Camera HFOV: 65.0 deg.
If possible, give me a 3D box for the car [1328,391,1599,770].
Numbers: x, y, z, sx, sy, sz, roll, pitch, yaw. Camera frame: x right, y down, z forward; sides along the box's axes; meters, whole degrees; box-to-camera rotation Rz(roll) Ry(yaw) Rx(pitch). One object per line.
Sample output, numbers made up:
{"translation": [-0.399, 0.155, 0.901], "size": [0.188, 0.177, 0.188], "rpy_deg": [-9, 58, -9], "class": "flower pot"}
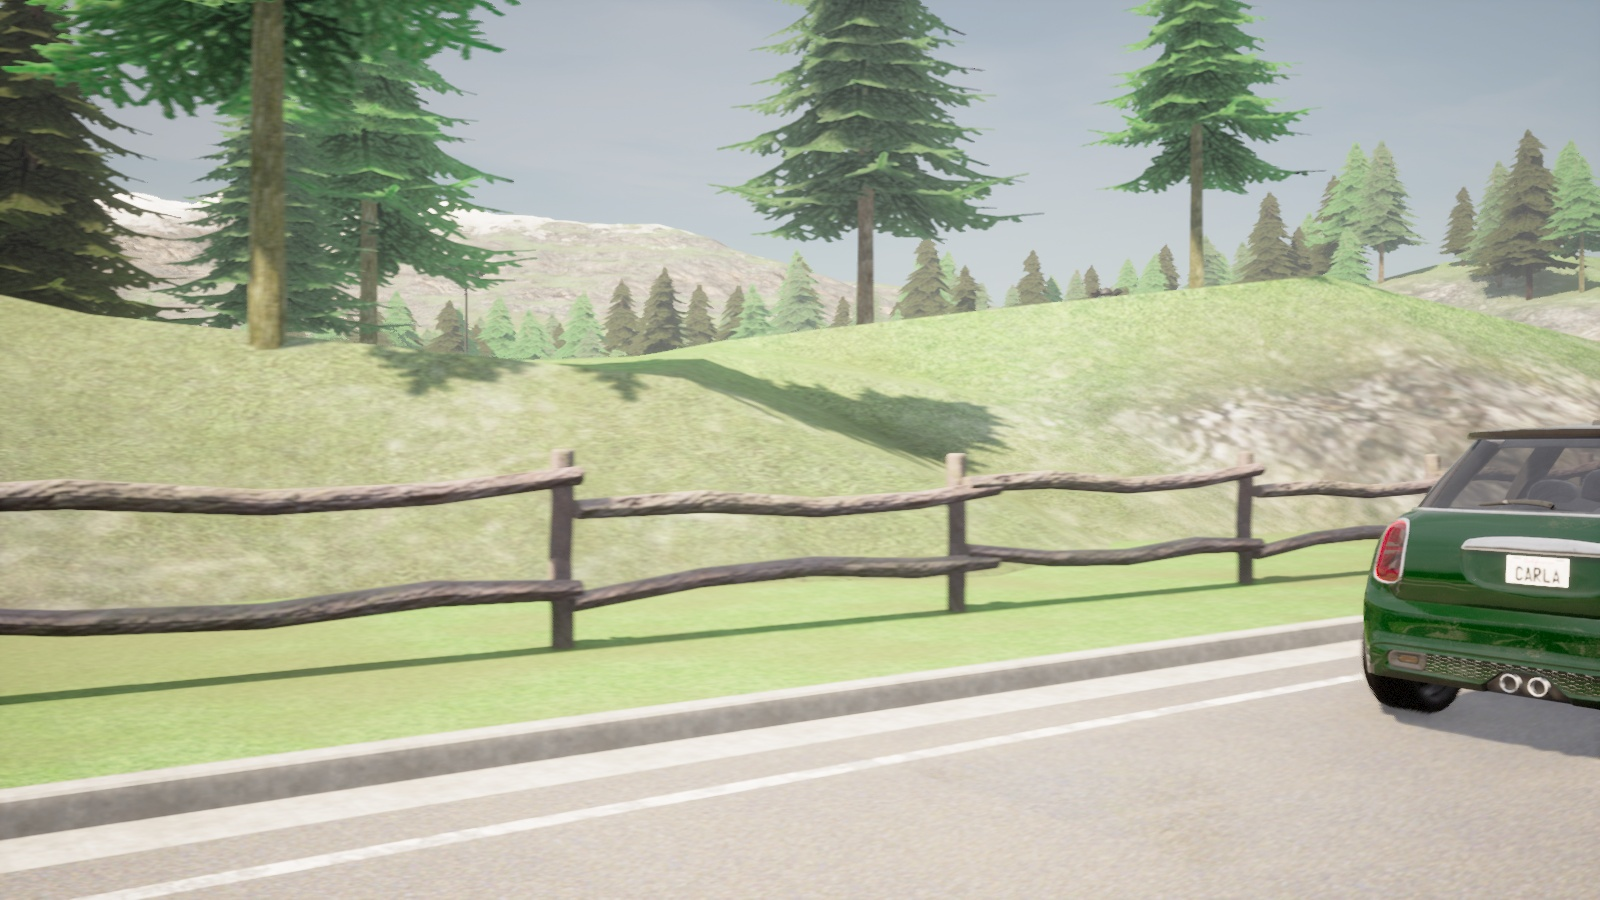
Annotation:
{"translation": [5.405, 0.606, 7.422], "size": [4.553, 1.767, 2.097], "rpy_deg": [0, 0, -35], "class": "car"}
